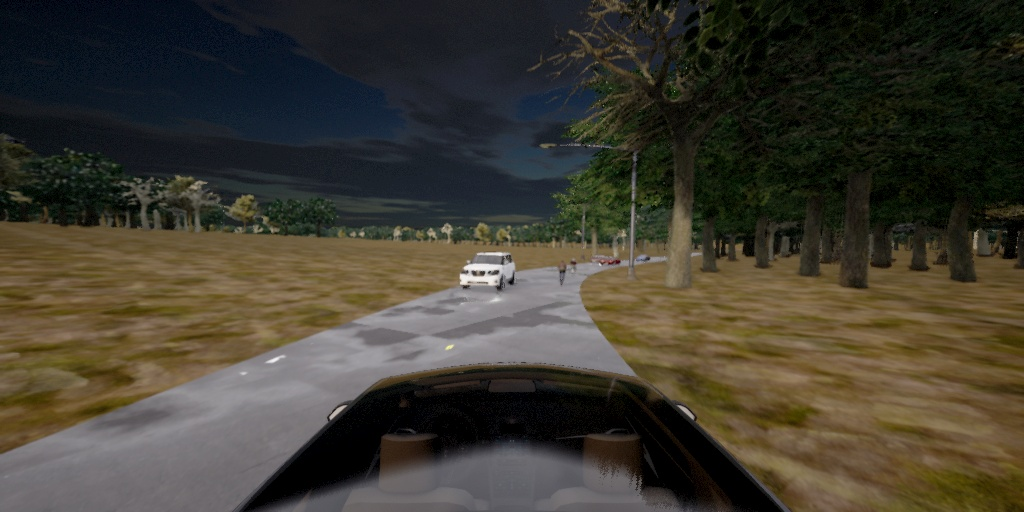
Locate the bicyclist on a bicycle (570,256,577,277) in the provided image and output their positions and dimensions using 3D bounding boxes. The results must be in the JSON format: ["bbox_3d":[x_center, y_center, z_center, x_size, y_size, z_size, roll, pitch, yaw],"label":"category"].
[{"bbox_3d":[5.285,0.906,30.652,0.659,1.776,1.843,2,1,17],"label":"bicyclist on a bicycle"}]

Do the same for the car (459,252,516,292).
[{"bbox_3d":[-1.200,0.794,20.494,2.150,2.045,5.566,1,1,11],"label":"car"}]

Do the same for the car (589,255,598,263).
[{"bbox_3d":[14.283,0.509,59.063,1.812,1.442,4.674,3,2,32],"label":"car"}]

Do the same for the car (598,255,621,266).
[{"bbox_3d":[15.116,0.766,54.511,1.895,1.301,4.718,3,2,32],"label":"car"}]

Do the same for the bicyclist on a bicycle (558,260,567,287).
[{"bbox_3d":[3.111,1.077,22.233,0.582,1.620,1.656,1,1,12],"label":"bicyclist on a bicycle"}]
